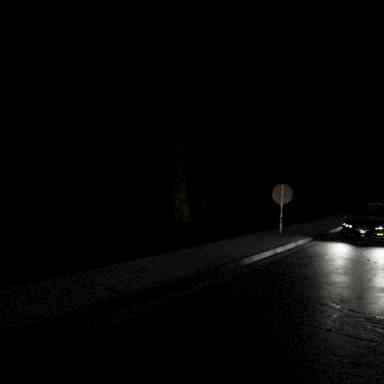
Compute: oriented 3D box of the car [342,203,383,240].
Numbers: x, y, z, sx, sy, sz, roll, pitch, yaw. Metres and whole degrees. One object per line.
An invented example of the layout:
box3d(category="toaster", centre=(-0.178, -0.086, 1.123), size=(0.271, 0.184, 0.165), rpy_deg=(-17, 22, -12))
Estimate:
box3d(category="car", centre=(8.277, 1.298, 15.070), size=(1.837, 1.490, 4.892), rpy_deg=(2, 2, 39))
